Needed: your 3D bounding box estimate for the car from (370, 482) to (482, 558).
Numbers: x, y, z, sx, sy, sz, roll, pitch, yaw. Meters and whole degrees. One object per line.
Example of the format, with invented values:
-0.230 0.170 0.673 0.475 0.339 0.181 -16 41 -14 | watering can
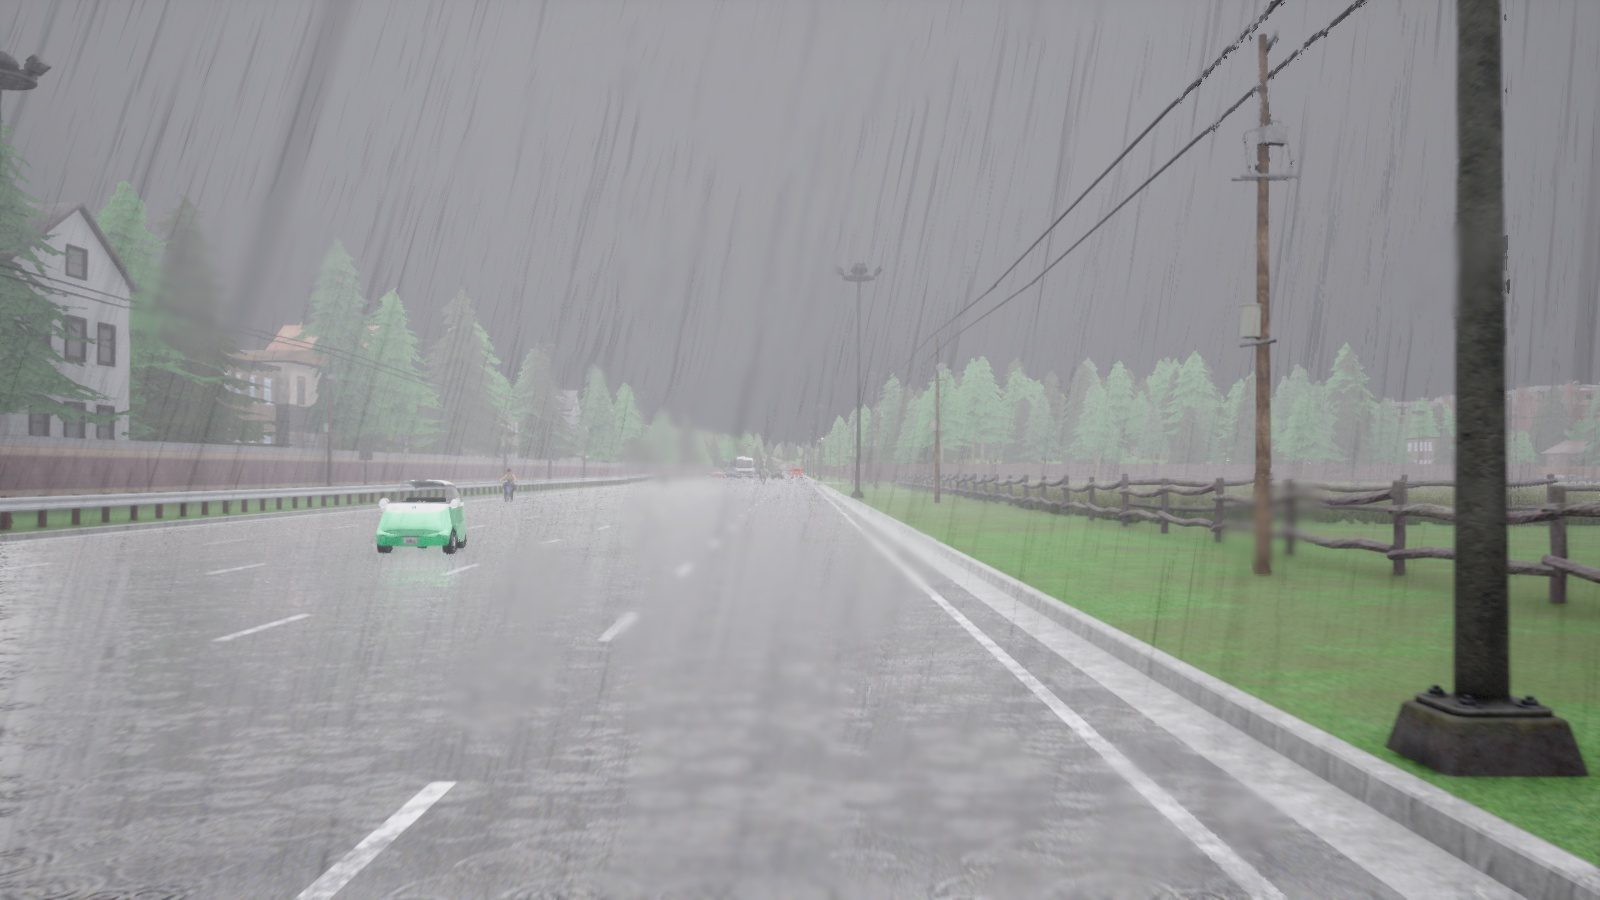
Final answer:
-7.057 1.297 23.875 1.481 1.376 2.207 0 -1 0 | car
